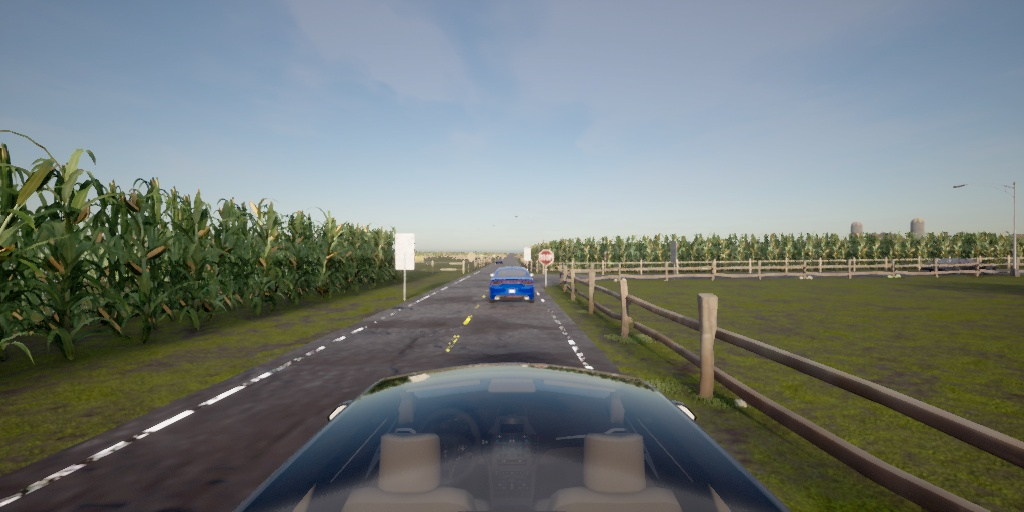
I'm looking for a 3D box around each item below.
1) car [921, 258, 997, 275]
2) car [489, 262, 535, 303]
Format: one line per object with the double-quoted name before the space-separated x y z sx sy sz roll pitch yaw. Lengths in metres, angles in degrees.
"car" 39.340 0.883 31.622 5.357 1.411 2.033 -1 1 -5
"car" 0.000 1.230 16.501 1.882 1.535 5.008 0 0 0
